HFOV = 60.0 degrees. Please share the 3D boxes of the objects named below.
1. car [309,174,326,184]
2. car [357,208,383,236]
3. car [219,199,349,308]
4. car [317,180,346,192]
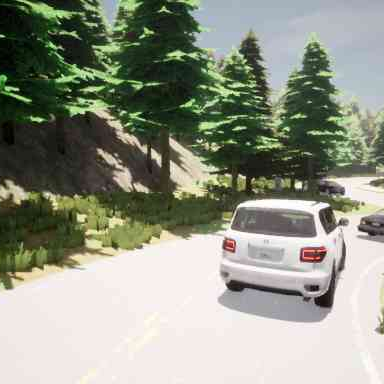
[{"bbox_3d":[22.135,-2.338,58.358,1.882,1.535,5.008,3,6,31],"label":"car"},{"bbox_3d":[10.134,1.412,15.819,5.357,1.411,2.033,-1,5,-32],"label":"car"},{"bbox_3d":[2.552,1.199,8.370,2.150,2.045,5.566,3,2,27],"label":"car"},{"bbox_3d":[16.077,-0.557,38.920,1.882,1.535,5.008,-1,5,-2],"label":"car"}]
